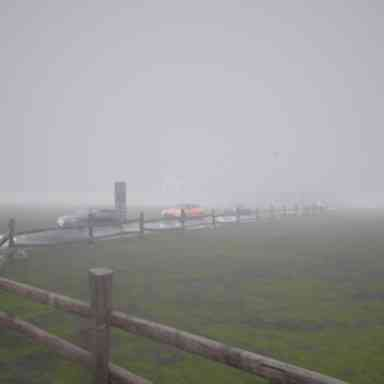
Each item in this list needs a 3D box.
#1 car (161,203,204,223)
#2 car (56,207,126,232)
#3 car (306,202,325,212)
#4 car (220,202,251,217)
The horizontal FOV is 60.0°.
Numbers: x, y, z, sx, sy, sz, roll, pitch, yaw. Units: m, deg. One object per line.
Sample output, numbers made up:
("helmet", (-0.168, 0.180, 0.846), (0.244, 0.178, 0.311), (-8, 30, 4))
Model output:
("car", (-0.791, 1.804, 30.461), (2.097, 1.767, 4.553), (-1, -1, 35))
("car", (-6.615, 1.763, 22.266), (2.128, 1.511, 4.902), (-1, -1, 36))
("car", (20.700, 2.380, 55.694), (2.097, 1.767, 4.553), (-1, -1, 37))
("car", (5.086, 1.987, 38.737), (2.097, 1.767, 4.553), (-1, -1, 35))
